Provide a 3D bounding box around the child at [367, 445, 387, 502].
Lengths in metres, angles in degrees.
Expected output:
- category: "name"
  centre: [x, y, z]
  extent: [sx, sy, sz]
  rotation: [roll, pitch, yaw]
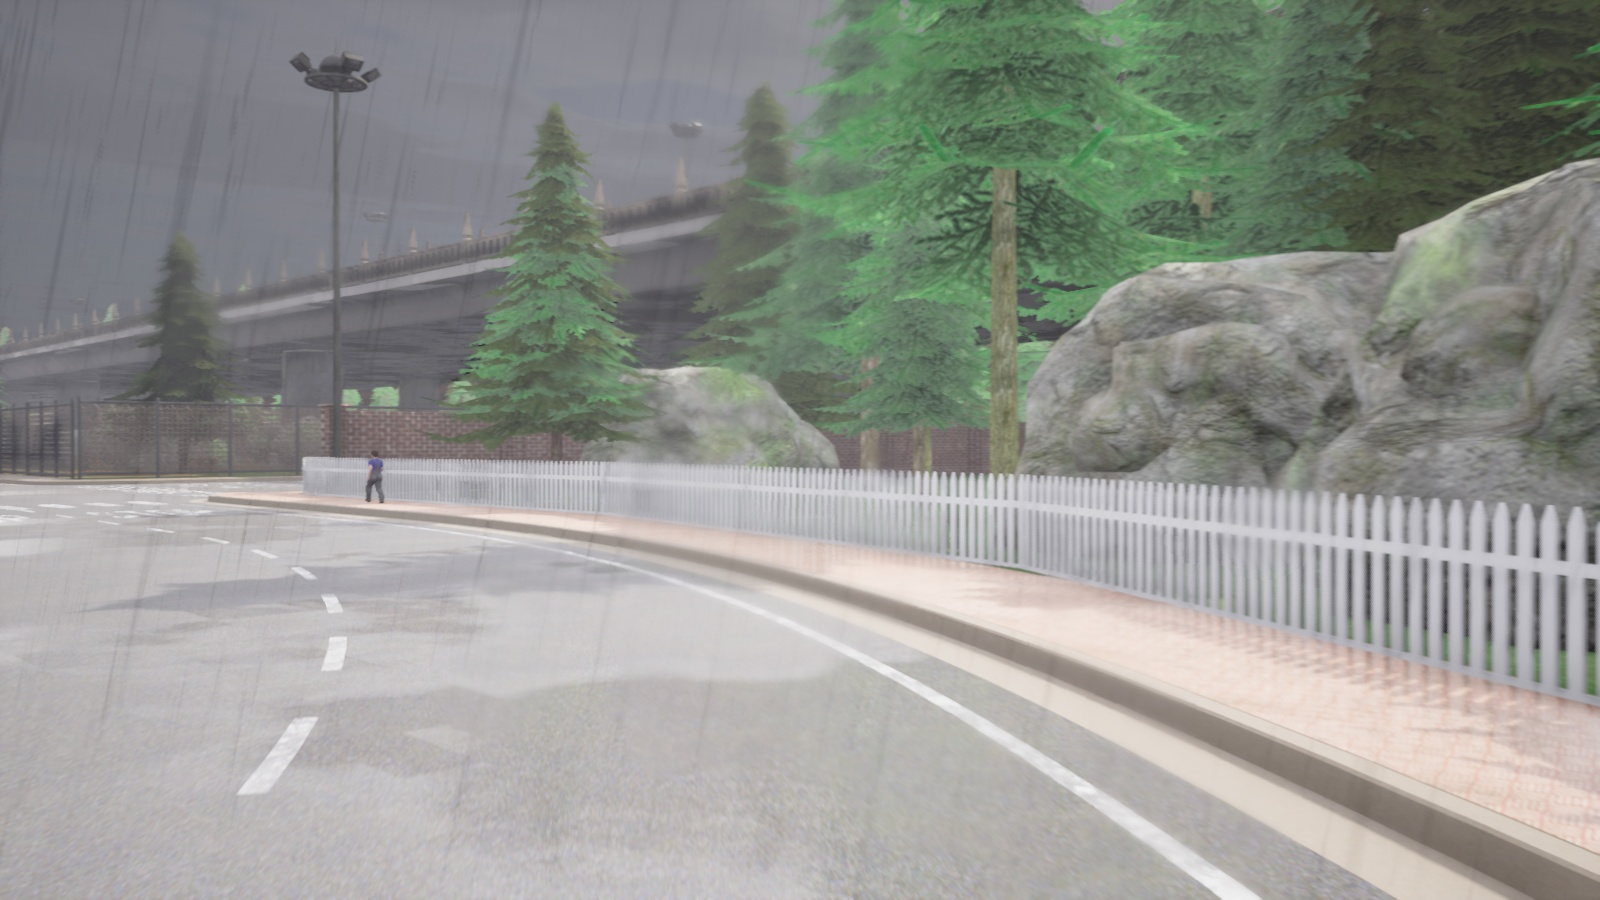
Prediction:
- category: "child"
  centre: [-9.492, 0.524, 28.174]
  extent: [0.270, 1.263, 0.437]
  rotation: [0, 0, -44]
